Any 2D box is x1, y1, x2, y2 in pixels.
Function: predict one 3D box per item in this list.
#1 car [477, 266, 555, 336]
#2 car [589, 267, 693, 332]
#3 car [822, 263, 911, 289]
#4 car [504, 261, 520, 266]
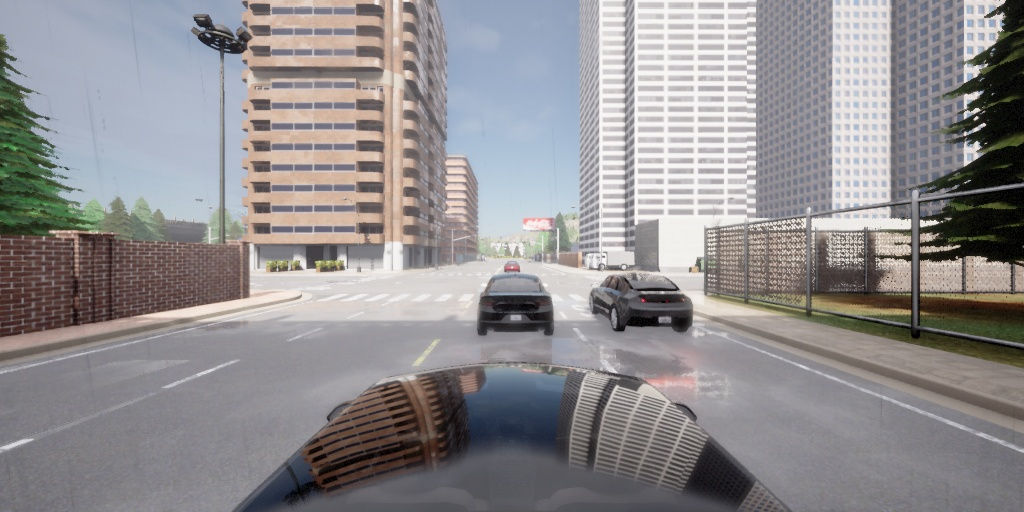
[{"bbox_3d":[0.084,1.229,10.487,1.882,1.535,5.008,0,0,0],"label":"car"},{"bbox_3d":[3.619,1.256,10.812,1.837,1.490,4.892,0,0,1],"label":"car"},{"bbox_3d":[21.688,1.188,21.874,4.902,1.511,2.128,0,0,0],"label":"car"},{"bbox_3d":[0.015,1.318,45.005,1.994,1.385,4.181,0,0,-1],"label":"car"}]
